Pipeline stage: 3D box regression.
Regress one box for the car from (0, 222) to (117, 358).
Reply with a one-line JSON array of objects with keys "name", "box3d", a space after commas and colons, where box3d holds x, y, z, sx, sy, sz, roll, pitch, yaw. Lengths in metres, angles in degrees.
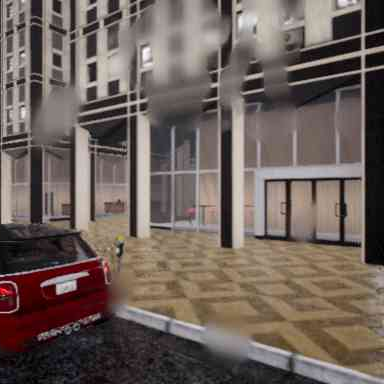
[{"name": "car", "box3d": [-3.478, 1.344, 5.877, 4.553, 1.767, 2.097, 0, 0, 36]}]
